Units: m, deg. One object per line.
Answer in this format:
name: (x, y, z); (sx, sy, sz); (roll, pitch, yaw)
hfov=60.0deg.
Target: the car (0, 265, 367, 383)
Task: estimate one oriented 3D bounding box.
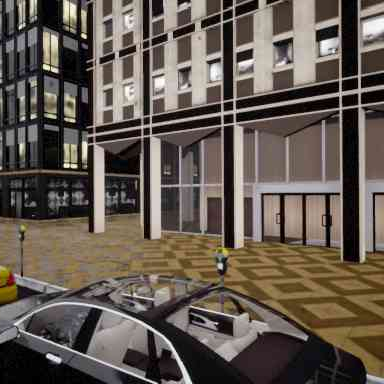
car: (-0.650, 1.551, 3.346); (4.403, 1.369, 2.008); (0, 0, 36)
